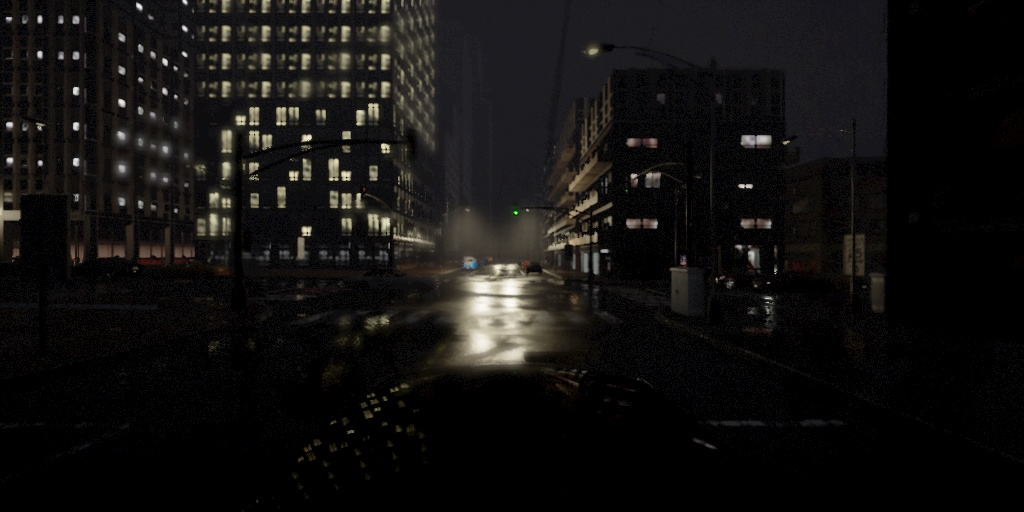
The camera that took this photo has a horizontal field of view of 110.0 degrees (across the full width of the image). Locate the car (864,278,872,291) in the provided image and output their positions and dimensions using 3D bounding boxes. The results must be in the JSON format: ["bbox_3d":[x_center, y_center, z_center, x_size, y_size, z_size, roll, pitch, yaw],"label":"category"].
[{"bbox_3d":[26.926,1.855,25.233,4.313,1.339,1.948,0,0,-1],"label":"car"}]

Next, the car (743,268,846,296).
[{"bbox_3d":[17.592,1.645,22.479,4.674,1.442,1.812,1,0,-1],"label":"car"}]

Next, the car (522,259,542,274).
[{"bbox_3d":[2.466,1.350,41.172,1.948,1.339,4.313,0,0,0],"label":"car"}]

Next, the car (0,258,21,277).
[{"bbox_3d":[-33.236,0.753,24.206,4.207,1.307,1.802,0,0,-1],"label":"car"}]

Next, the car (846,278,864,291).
[{"bbox_3d":[21.233,1.711,25.136,4.829,1.417,1.751,0,0,-1],"label":"car"}]

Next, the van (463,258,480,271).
[{"bbox_3d":[-5.973,1.137,51.089,1.690,1.789,3.998,0,0,0],"label":"van"}]

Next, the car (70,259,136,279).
[{"bbox_3d":[-27.617,0.840,24.302,4.313,1.339,1.948,0,0,-1],"label":"car"}]

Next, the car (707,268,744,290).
[{"bbox_3d":[15.881,1.523,25.045,4.097,1.591,1.967,0,0,-1],"label":"car"}]

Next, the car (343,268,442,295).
[{"bbox_3d":[-6.175,1.284,18.974,4.718,1.301,1.895,1,0,-1],"label":"car"}]

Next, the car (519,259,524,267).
[{"bbox_3d":[2.407,1.340,51.139,1.888,1.381,4.507,0,0,0],"label":"car"}]

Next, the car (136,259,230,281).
[{"bbox_3d":[-22.174,0.903,24.483,4.829,1.417,1.751,0,0,-1],"label":"car"}]
